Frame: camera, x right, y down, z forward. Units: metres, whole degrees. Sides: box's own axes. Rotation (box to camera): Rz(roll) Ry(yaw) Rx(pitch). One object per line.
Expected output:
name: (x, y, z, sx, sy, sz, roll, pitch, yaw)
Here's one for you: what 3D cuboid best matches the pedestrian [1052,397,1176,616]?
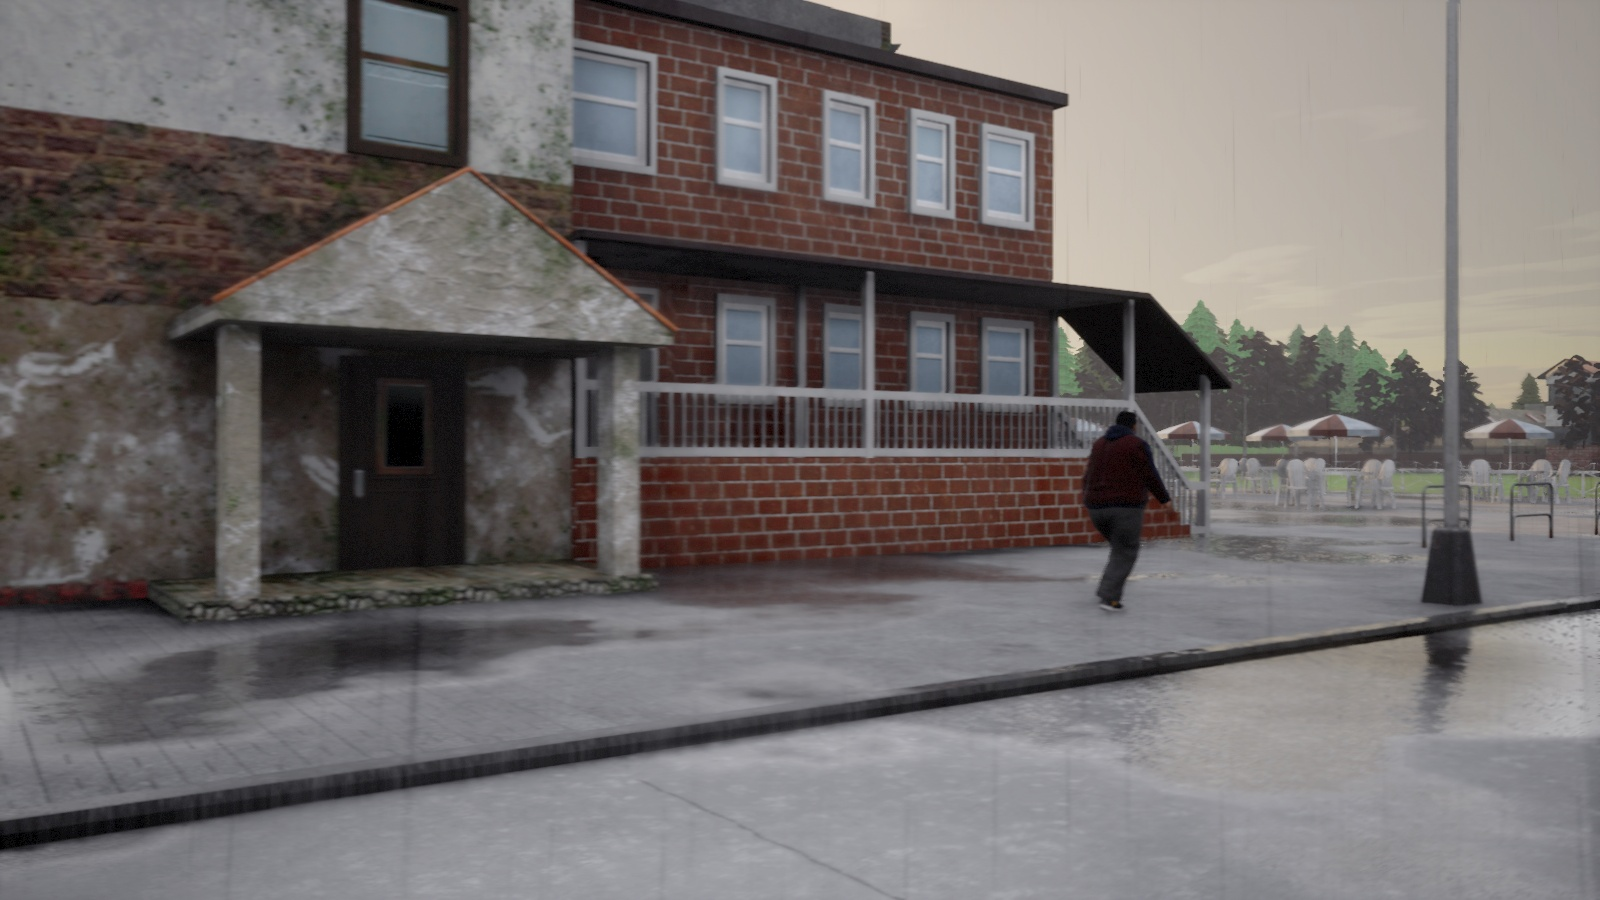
pedestrian: (2.771, 0.476, 11.080, 0.899, 1.844, 0.634, 0, 0, -36)
